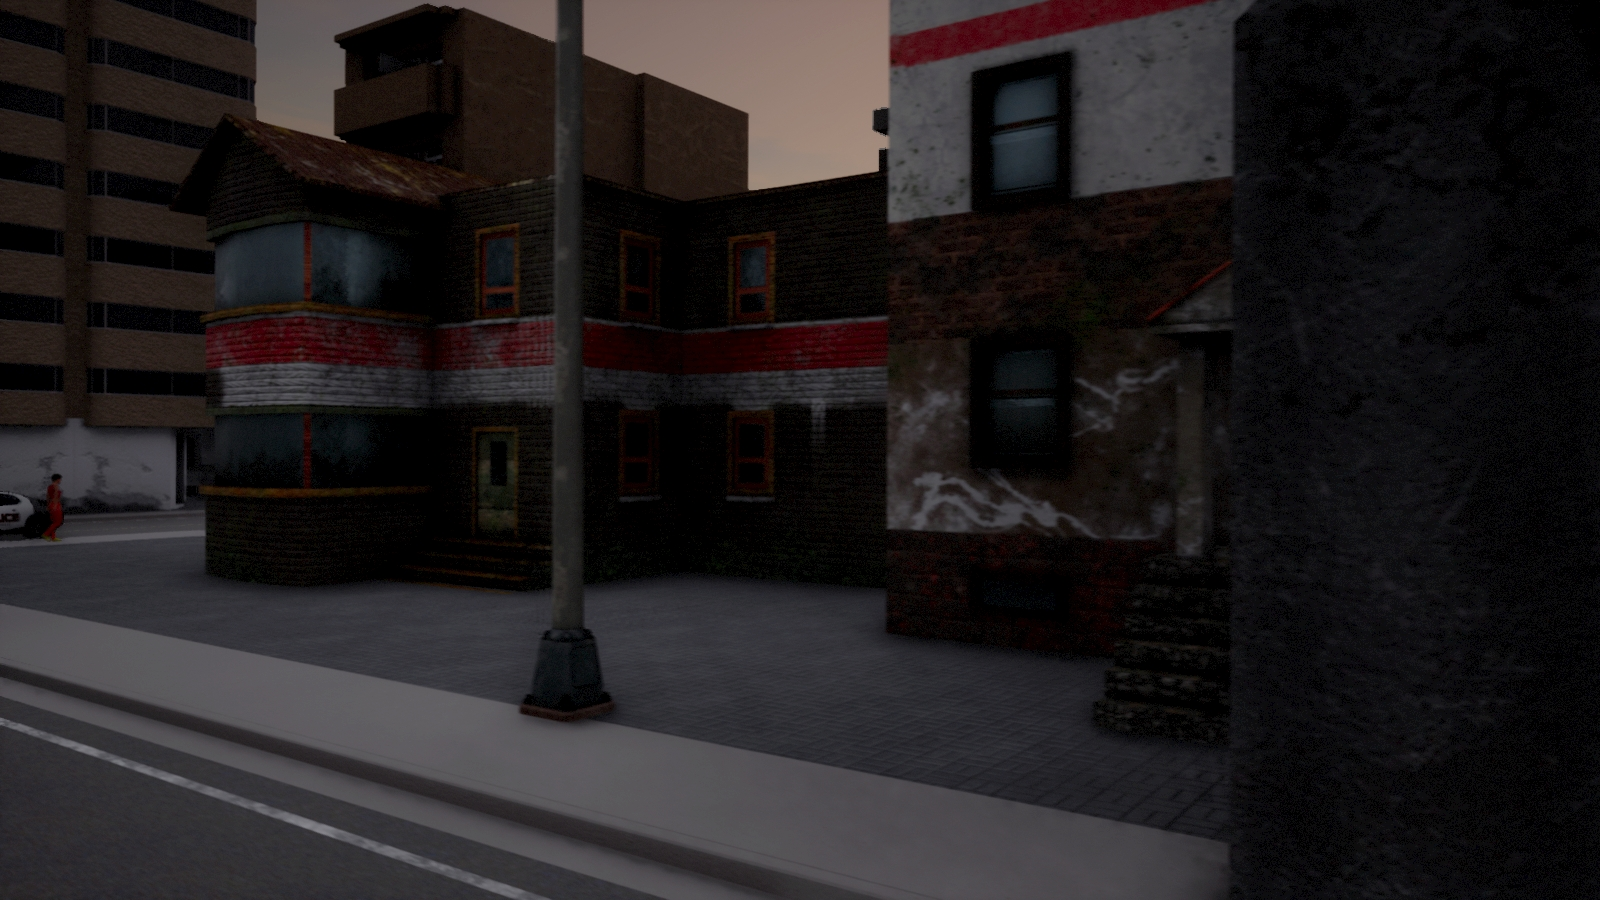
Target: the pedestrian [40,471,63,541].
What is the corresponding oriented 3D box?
[{"bbox_3d":[-20.064,1.496,30.629,0.375,1.860,0.375,0,0,33],"label":"pedestrian"}]
